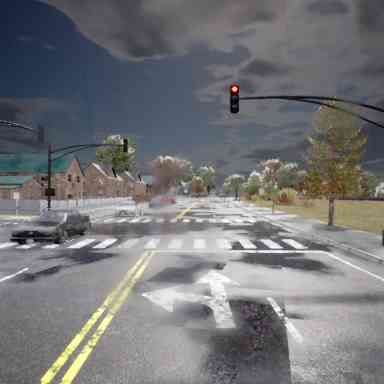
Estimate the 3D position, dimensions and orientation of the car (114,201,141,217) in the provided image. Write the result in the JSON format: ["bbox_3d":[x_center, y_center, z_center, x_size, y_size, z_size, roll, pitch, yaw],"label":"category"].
[{"bbox_3d":[-5.976,1.577,31.426,1.812,1.442,4.674,0,0,2],"label":"car"}]

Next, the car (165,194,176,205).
[{"bbox_3d":[-4.364,1.357,63.426,2.150,2.045,5.566,0,0,4],"label":"car"}]

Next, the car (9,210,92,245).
[{"bbox_3d":[-6.373,1.562,15.821,2.033,1.411,5.357,0,0,1],"label":"car"}]

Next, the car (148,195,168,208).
[{"bbox_3d":[-5.209,1.613,49.230,1.812,1.442,4.674,0,0,3],"label":"car"}]
